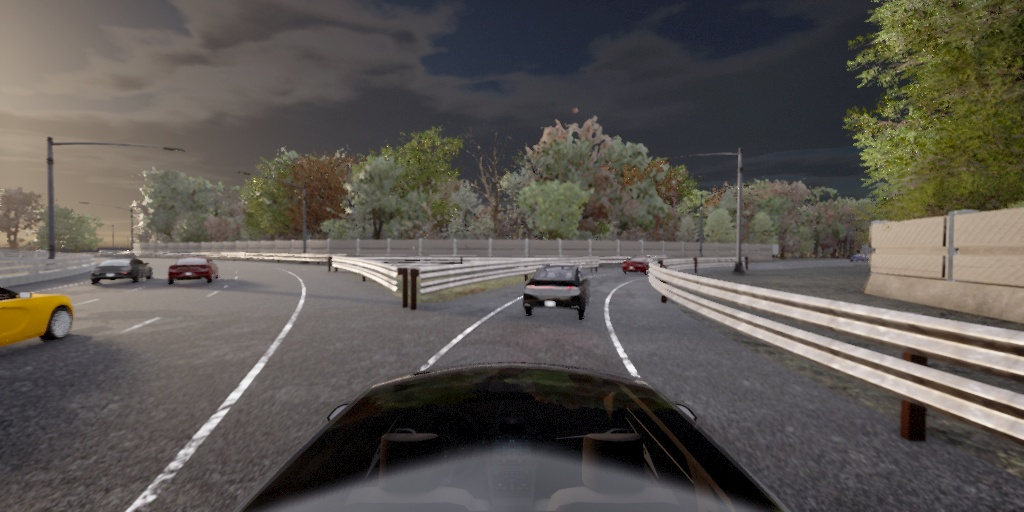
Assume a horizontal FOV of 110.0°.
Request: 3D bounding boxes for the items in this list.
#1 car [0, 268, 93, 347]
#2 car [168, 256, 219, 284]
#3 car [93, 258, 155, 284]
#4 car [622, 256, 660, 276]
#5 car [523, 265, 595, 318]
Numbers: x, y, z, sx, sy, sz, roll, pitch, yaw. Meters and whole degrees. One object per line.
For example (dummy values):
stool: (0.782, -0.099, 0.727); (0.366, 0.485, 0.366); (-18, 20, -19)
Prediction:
car: (-10.125, 1.107, 6.051); (1.882, 1.535, 5.008); (0, 1, -24)
car: (-19.129, 0.777, 21.685); (1.882, 1.535, 5.008); (-1, 1, -35)
car: (-23.178, 0.815, 21.405); (1.812, 1.442, 4.674); (-1, 1, -35)
car: (10.896, 0.738, 29.729); (1.882, 1.535, 5.008); (1, 1, 41)
car: (1.681, 1.050, 12.162); (2.128, 1.511, 4.902); (0, 1, 15)
